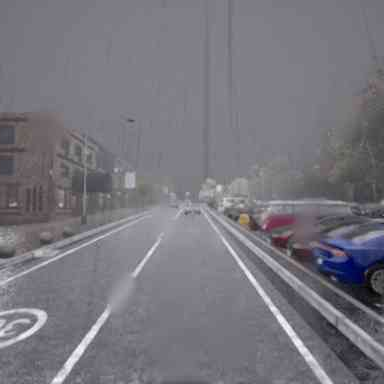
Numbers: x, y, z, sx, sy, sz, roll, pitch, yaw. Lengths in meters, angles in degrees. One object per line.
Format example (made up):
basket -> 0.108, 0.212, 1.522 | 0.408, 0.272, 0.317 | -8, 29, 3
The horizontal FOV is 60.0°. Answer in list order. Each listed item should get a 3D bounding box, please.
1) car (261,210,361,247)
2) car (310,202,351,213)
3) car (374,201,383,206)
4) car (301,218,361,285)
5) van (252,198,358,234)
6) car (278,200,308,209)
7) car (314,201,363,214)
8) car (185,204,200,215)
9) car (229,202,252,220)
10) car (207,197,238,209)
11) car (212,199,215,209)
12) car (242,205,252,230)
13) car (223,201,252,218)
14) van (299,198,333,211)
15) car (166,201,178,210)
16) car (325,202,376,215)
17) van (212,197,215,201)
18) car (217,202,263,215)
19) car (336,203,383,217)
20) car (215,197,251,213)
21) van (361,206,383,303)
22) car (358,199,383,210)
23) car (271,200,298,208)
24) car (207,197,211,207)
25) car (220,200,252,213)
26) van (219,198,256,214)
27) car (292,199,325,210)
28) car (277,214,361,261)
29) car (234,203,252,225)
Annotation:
car -> 5.601, 1.651, 13.869 | 4.792, 1.488, 2.163 | 0, -1, 0
car -> 18.647, 2.039, 44.806 | 4.674, 1.452, 2.002 | 0, -1, 0
car -> 18.676, 1.777, 28.096 | 5.008, 1.535, 2.097 | 0, -1, 0
car -> 5.636, 1.563, 8.263 | 5.008, 1.535, 2.097 | 0, -1, 0
van -> 5.508, 1.425, 16.674 | 4.442, 1.987, 1.878 | 0, -1, 0
car -> 18.641, 2.254, 61.512 | 5.008, 1.535, 2.097 | 0, -1, 0
car -> 18.469, 1.958, 42.021 | 5.366, 1.575, 1.946 | 0, -1, 0
car -> 0.073, 2.082, 41.136 | 1.895, 1.301, 4.718 | 0, -1, 0
car -> 5.603, 1.740, 25.078 | 5.008, 1.535, 2.097 | 0, -1, 0
car -> 5.585, 2.003, 61.521 | 5.566, 2.045, 2.435 | 0, -1, 0
car -> 5.564, 1.998, 44.700 | 4.892, 1.521, 2.231 | 0, -1, 0
car -> 5.648, 1.710, 19.475 | 4.792, 1.488, 2.163 | 0, -1, 0
car -> 5.568, 1.837, 30.685 | 4.792, 1.488, 2.163 | 0, -1, 0
van -> 18.758, 1.849, 50.381 | 4.442, 1.987, 1.878 | 0, -1, 0
car -> -3.342, 2.262, 56.755 | 1.994, 1.385, 4.181 | 0, -1, 0
car -> 18.654, 1.923, 39.235 | 5.008, 1.535, 2.097 | 0, -1, 0
van -> 5.450, 1.809, 47.506 | 4.442, 1.987, 1.878 | 0, -1, 0
car -> 5.575, 1.920, 39.094 | 5.008, 1.535, 2.097 | 0, -1, 0
car -> 18.636, 1.915, 36.450 | 4.792, 1.488, 2.163 | 0, -1, 0
car -> 5.614, 1.630, 36.294 | 5.566, 2.045, 2.435 | 0, -1, 0
van -> 5.531, 1.308, 5.462 | 4.442, 1.987, 1.878 | 0, -1, 0
car -> 18.648, 1.560, 30.886 | 5.566, 2.045, 2.435 | 0, -1, 0
car -> 18.631, 2.363, 67.079 | 5.008, 1.535, 2.097 | 0, -1, 0
car -> 5.588, 1.864, 53.111 | 5.566, 2.045, 2.435 | 0, -1, 0
car -> 5.587, 1.845, 33.483 | 4.892, 1.521, 2.231 | 0, -1, 0
van -> 5.691, 1.732, 41.900 | 4.442, 1.987, 1.878 | 0, -1, 0
car -> 18.608, 1.990, 53.160 | 4.553, 1.767, 2.185 | 0, -1, 0
car -> 5.607, 1.622, 11.066 | 4.792, 1.488, 2.163 | 0, -1, 0
car -> 5.799, 1.706, 22.279 | 5.366, 1.575, 1.946 | 0, -1, 0
